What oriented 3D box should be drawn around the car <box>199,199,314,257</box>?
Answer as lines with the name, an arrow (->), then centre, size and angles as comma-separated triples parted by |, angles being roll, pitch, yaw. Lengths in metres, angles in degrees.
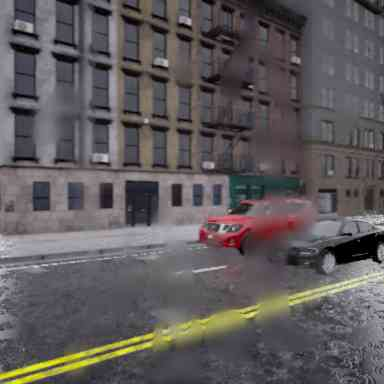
car -> 2.943, 1.314, 13.761 | 5.566, 2.045, 2.150 | 1, 0, -35

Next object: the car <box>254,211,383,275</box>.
car -> 4.581, 1.567, 10.937 | 5.008, 1.535, 1.882 | 1, 0, -35
